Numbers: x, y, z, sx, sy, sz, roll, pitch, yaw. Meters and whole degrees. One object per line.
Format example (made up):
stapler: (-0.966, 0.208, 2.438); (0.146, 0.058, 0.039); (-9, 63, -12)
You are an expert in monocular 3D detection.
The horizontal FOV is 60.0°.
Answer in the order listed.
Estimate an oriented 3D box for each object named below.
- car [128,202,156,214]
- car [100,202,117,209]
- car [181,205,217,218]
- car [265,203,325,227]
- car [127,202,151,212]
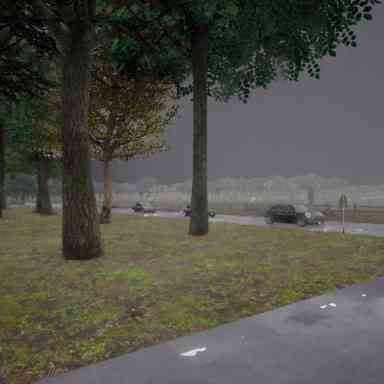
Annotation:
car: (-6.791, 2.296, 46.663); (1.837, 1.490, 4.892); (-1, 1, -35)
car: (-16.540, 2.653, 65.651); (2.033, 1.411, 5.357); (-1, 0, -35)
car: (0.670, 2.072, 35.992); (1.837, 1.490, 4.892); (-1, -1, -35)
car: (7.863, 1.687, 25.728); (2.097, 1.767, 4.553); (-1, 0, -35)
car: (-8.787, 2.379, 54.596); (1.837, 1.490, 4.892); (-1, -1, -35)
